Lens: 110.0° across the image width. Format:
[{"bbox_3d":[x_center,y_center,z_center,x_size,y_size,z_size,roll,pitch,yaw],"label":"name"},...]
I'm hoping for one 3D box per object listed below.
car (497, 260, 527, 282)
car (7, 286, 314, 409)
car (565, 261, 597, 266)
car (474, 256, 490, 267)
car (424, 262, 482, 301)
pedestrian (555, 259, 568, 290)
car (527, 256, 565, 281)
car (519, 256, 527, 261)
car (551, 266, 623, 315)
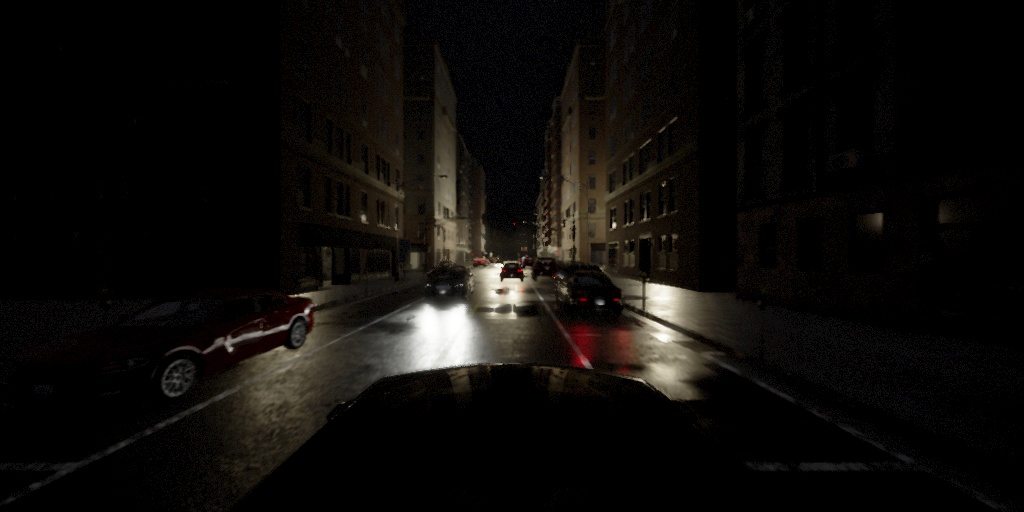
[{"bbox_3d":[0.000,1.245,28.456,1.812,1.442,4.674,0,0,0],"label":"car"},{"bbox_3d":[-5.390,1.290,6.375,1.888,1.381,4.507,0,0,0],"label":"car"},{"bbox_3d":[7.426,1.229,40.914,5.357,1.411,2.033,0,0,-6],"label":"car"},{"bbox_3d":[-5.435,0.992,61.663,2.192,1.841,5.009,0,0,0],"label":"car"},{"bbox_3d":[-2.848,1.223,17.252,2.128,1.511,4.902,0,0,0],"label":"car"},{"bbox_3d":[2.258,1.027,16.253,0.375,1.860,0.375,0,0,0],"label":"pedestrian"},{"bbox_3d":[2.629,1.033,29.107,2.192,1.841,5.009,0,0,0],"label":"car"},{"bbox_3d":[2.685,0.999,56.163,2.192,1.841,5.009,0,0,0],"label":"car"},{"bbox_3d":[2.746,1.264,13.417,1.812,1.442,4.674,0,0,0],"label":"car"}]
